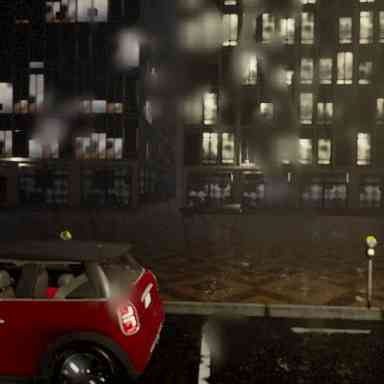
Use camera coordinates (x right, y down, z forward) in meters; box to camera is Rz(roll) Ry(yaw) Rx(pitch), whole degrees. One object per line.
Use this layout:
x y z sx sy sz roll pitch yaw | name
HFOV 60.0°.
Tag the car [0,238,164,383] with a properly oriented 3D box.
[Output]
-2.502 1.378 4.356 4.097 1.590 1.967 1 1 4 | car
